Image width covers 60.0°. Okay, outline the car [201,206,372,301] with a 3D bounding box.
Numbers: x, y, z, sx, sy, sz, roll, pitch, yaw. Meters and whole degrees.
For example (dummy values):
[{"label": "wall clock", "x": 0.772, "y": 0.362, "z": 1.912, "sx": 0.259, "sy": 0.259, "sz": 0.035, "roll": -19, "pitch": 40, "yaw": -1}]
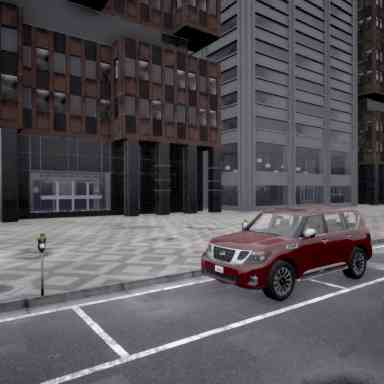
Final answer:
[{"label": "car", "x": 2.625, "y": 1.315, "z": 8.507, "sx": 5.009, "sy": 1.841, "sz": 2.192, "roll": 0, "pitch": 0, "yaw": -35}]
